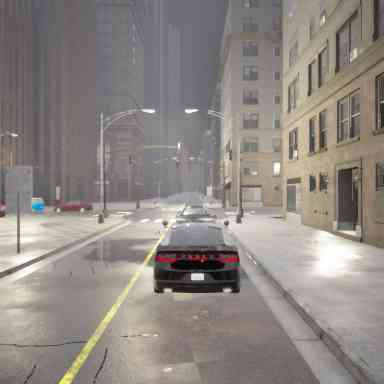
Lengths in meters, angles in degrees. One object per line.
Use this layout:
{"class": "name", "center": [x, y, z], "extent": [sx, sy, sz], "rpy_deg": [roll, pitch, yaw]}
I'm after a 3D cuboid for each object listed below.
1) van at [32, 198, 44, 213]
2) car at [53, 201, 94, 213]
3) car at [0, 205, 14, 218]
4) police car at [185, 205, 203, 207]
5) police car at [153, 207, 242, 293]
{"class": "van", "center": [-19.568, 1.591, 39.185], "extent": [3.998, 1.788, 1.690], "rpy_deg": [-1, 0, 0]}
{"class": "car", "center": [-13.941, 1.727, 39.160], "extent": [4.507, 1.381, 1.887], "rpy_deg": [-1, 0, 0]}
{"class": "car", "center": [-19.599, 1.524, 30.659], "extent": [5.009, 1.841, 2.192], "rpy_deg": [-1, 0, 0]}
{"class": "police car", "center": [0.128, 1.510, 18.581], "extent": [2.038, 1.542, 4.974], "rpy_deg": [0, 0, 0]}
{"class": "police car", "center": [0.111, 1.427, 8.977], "extent": [1.930, 1.638, 5.238], "rpy_deg": [0, 0, 0]}
